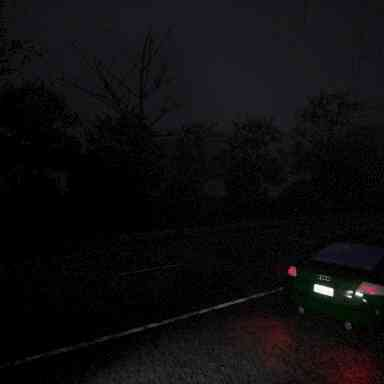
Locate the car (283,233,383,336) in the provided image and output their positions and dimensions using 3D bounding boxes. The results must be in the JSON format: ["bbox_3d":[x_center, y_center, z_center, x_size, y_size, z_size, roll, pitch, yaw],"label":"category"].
[{"bbox_3d":[3.713,1.499,6.458,4.181,1.385,1.994,-1,1,-36],"label":"car"}]
